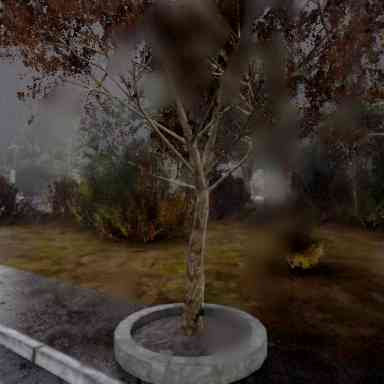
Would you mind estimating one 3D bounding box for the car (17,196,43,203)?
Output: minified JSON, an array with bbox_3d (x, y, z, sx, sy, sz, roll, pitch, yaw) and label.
[{"bbox_3d":[-22.051,1.216,44.885,2.033,1.411,5.357,1,0,32],"label":"car"}]
